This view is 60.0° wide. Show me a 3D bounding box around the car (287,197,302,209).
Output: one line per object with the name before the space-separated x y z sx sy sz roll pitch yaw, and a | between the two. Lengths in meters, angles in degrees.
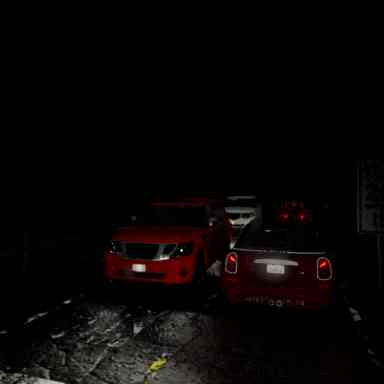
car | 14.241 1.508 46.212 1.882 1.535 5.008 0 0 18

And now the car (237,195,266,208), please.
car | 2.911 1.235 19.821 2.150 2.045 5.566 0 0 18

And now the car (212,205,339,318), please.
car | 2.090 1.357 7.788 2.097 1.767 4.553 0 0 18

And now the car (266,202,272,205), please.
car | 7.012 1.623 32.733 1.895 1.301 4.718 0 0 18

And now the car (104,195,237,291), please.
car | -0.299 1.227 9.567 2.150 2.045 5.566 0 0 17

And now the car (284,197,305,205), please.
car | 11.239 1.377 36.567 2.097 1.767 4.553 0 0 18
